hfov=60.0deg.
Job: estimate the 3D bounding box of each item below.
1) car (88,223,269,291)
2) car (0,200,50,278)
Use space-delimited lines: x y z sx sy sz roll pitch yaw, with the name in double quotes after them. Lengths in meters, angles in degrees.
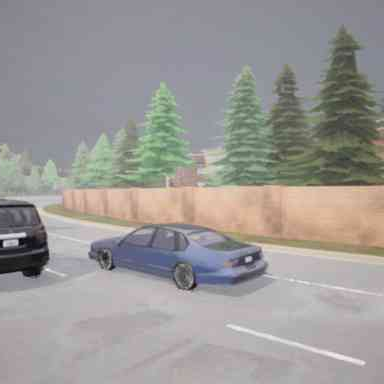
-0.643 1.565 9.116 5.357 1.411 2.033 0 0 40 "car"
-6.007 1.227 9.195 5.566 2.045 2.150 0 0 42 "car"
